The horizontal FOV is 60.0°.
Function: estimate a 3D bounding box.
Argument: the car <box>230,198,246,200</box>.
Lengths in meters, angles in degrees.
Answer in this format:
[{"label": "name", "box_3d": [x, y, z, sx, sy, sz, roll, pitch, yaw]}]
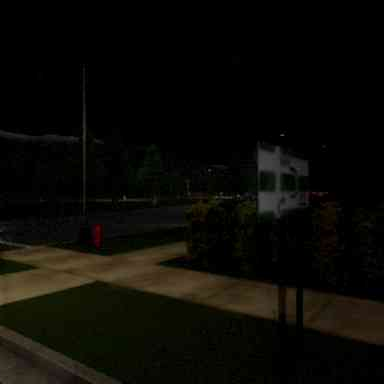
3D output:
[{"label": "car", "box_3d": [6.617, 1.563, 47.234, 1.882, 1.535, 5.008, 0, 0, 36]}]

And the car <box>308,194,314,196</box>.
[{"label": "car", "box_3d": [21.771, 1.292, 62.097, 2.150, 2.045, 5.566, 0, 0, 36]}]
